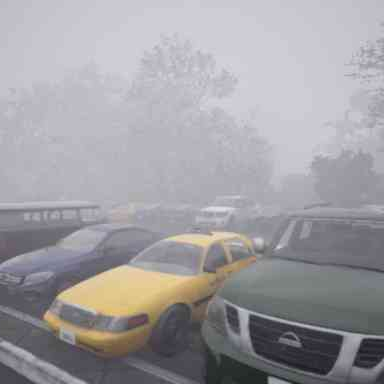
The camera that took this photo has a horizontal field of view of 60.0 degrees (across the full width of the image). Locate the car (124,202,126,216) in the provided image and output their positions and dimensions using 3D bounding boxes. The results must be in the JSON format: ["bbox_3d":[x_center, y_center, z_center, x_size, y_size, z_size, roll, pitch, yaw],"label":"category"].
[{"bbox_3d":[-4.228,1.524,25.898,1.946,1.575,5.366,0,0,35],"label":"car"}]

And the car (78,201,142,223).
[{"bbox_3d":[-6.610,1.559,27.330,2.163,1.488,4.792,0,0,35],"label":"car"}]

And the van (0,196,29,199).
[{"bbox_3d":[-9.128,1.297,12.962,1.878,1.987,4.442,0,0,35],"label":"van"}]

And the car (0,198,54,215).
[{"bbox_3d":[-17.800,1.472,35.556,1.946,1.575,5.366,0,0,35],"label":"car"}]

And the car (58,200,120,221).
[{"bbox_3d":[-8.845,1.552,28.991,2.163,1.488,4.792,0,0,35],"label":"car"}]

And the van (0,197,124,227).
[{"bbox_3d":[-4.421,1.284,9.900,1.878,1.987,4.442,0,0,35],"label":"van"}]

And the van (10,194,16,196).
[{"bbox_3d":[-15.579,1.264,33.890,1.878,1.987,4.442,0,0,35],"label":"van"}]

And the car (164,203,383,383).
[{"bbox_3d":[2.347,1.237,4.907,2.435,2.045,5.566,0,0,35],"label":"car"}]

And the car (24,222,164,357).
[{"bbox_3d":[-0.028,1.493,6.404,1.946,1.575,5.366,0,0,35],"label":"car"}]

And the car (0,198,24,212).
[{"bbox_3d":[-22.448,1.475,38.599,2.163,1.488,4.792,0,0,35],"label":"car"}]

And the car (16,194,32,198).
[{"bbox_3d":[-13.367,1.253,32.209,2.435,2.045,5.566,0,0,35],"label":"car"}]

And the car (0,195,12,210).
[{"bbox_3d":[-24.676,1.305,40.257,2.185,1.767,4.553,0,0,35],"label":"car"}]

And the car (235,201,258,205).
[{"bbox_3d":[4.717,1.507,19.314,2.097,1.535,5.008,0,0,35],"label":"car"}]

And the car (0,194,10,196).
[{"bbox_3d":[-20.152,1.209,37.036,2.435,2.045,5.566,0,0,35],"label":"car"}]

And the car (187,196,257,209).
[{"bbox_3d":[2.435,1.262,20.896,2.435,2.045,5.566,0,0,35],"label":"car"}]

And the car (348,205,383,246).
[{"bbox_3d":[9.242,1.494,16.096,2.231,1.521,4.892,0,0,35],"label":"car"}]

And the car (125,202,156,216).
[{"bbox_3d":[-2.075,1.525,24.133,2.097,1.535,5.008,0,0,35],"label":"car"}]

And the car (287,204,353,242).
[{"bbox_3d":[6.979,1.500,17.705,2.097,1.535,5.008,0,0,35],"label":"car"}]

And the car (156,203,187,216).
[{"bbox_3d":[0.188,1.522,22.522,2.231,1.521,4.892,0,0,35],"label":"car"}]

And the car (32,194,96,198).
[{"bbox_3d":[-11.138,1.263,30.553,2.435,2.045,5.566,0,0,35],"label":"car"}]

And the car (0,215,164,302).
[{"bbox_3d":[-2.203,1.543,8.182,2.002,1.452,4.674,0,0,35],"label":"car"}]
